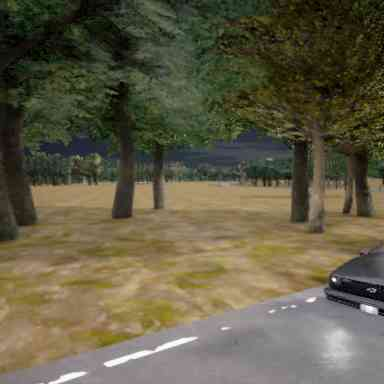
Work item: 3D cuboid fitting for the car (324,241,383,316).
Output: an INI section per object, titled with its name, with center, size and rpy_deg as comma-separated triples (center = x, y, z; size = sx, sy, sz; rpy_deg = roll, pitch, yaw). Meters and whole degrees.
[car]
center = 5.071, 1.522, 6.991
size = 5.357, 1.411, 2.033
rpy_deg = 0, 0, -35
